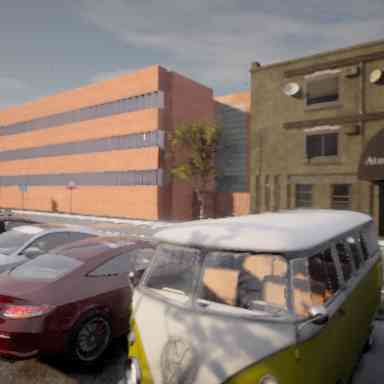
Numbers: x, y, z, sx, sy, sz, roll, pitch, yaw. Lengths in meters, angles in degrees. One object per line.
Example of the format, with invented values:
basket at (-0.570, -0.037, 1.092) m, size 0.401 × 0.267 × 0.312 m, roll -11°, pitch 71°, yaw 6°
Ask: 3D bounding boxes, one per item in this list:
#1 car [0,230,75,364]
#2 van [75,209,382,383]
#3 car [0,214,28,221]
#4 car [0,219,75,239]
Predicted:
car at (-1.256, 1.516, 5.884) m, size 2.002 × 1.452 × 4.674 m, roll 1°, pitch 1°, yaw 35°
van at (1.087, 1.259, 4.074) m, size 1.878 × 1.987 × 4.442 m, roll 0°, pitch 0°, yaw 35°
car at (-5.859, 1.411, 9.177) m, size 2.097 × 1.535 × 5.008 m, roll 1°, pitch 1°, yaw 35°
car at (-3.560, 1.486, 7.534) m, size 2.002 × 1.452 × 4.674 m, roll 1°, pitch 1°, yaw 35°
